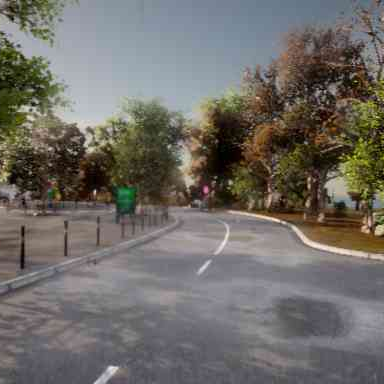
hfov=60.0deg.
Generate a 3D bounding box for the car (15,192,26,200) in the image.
[{"bbox_3d":[-41.055,0.998,79.548,2.150,2.045,5.566,2,-1,-26],"label":"car"}]

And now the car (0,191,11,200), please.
[{"bbox_3d":[-43.545,1.183,77.213,1.837,1.490,4.892,2,-1,-27],"label":"car"}]

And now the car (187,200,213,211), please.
[{"bbox_3d":[1.091,1.890,47.974,2.128,1.511,4.902,2,0,-30],"label":"car"}]
